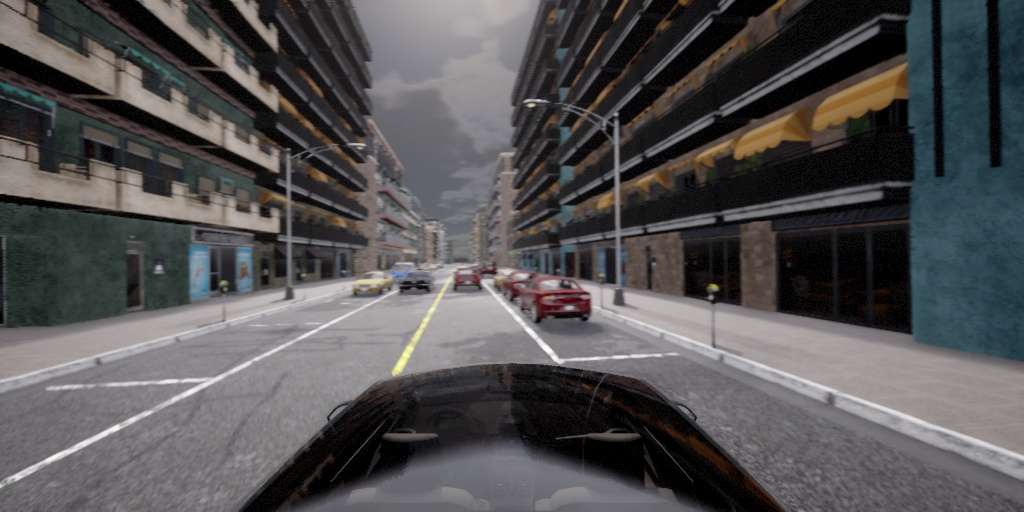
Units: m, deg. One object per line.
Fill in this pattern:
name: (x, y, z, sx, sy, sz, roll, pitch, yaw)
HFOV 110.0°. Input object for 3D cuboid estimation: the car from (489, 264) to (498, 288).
car: (-0.280, 1.460, 23.790, 1.751, 1.417, 4.829, 0, 0, -8)

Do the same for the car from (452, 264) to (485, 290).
car: (-3.063, 1.508, 24.735, 1.812, 1.442, 4.674, -1, 0, -8)

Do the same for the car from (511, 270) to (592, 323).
car: (1.331, 1.364, 12.411, 1.888, 1.381, 4.507, 0, 0, -8)

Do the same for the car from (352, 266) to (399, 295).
car: (-8.533, 1.565, 22.300, 1.751, 1.417, 4.829, 0, 0, -8)

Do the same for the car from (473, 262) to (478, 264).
car: (-5.154, 1.644, 39.467, 2.128, 1.511, 4.902, -1, -1, -8)

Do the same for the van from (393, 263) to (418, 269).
van: (-10.144, 1.506, 33.679, 1.690, 1.789, 3.998, 0, 0, -8)

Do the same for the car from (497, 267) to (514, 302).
car: (0.537, 1.420, 18.020, 1.888, 1.381, 4.507, 0, 0, -8)

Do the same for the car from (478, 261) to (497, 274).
car: (-2.638, 1.441, 40.436, 2.192, 1.841, 5.009, 0, 0, -8)

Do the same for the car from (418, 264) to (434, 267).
car: (-12.526, 1.807, 50.495, 1.967, 1.591, 4.097, 0, 0, -8)

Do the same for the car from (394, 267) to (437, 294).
car: (-6.022, 1.611, 23.082, 1.895, 1.301, 4.718, -1, -1, -8)
